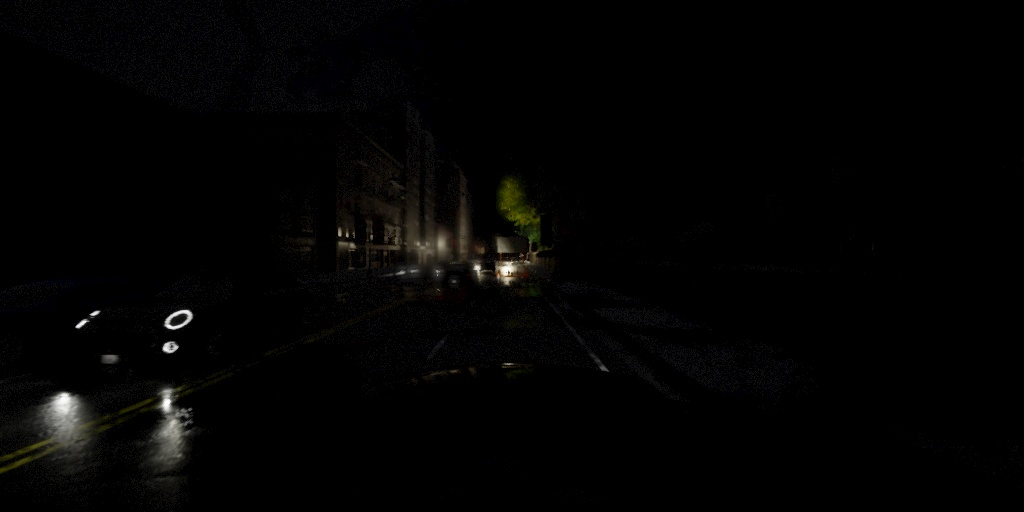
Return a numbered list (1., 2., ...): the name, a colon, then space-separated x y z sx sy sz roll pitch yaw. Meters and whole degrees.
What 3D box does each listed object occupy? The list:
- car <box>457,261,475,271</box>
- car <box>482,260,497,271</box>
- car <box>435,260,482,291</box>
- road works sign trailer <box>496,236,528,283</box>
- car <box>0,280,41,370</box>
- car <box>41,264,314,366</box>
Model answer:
1. car: -6.553 1.355 51.232 1.895 1.301 4.718 0 0 0
2. car: -3.141 1.231 48.108 1.882 1.535 5.008 0 0 0
3. car: -3.146 1.229 21.991 1.882 1.535 5.008 0 0 0
4. road works sign trailer: 0.004 0.216 27.718 2.380 3.560 2.880 0 0 0
5. car: -9.849 1.229 7.891 1.882 1.535 5.008 0 0 0
6. car: -6.599 1.103 8.126 2.097 1.767 4.553 0 0 0
